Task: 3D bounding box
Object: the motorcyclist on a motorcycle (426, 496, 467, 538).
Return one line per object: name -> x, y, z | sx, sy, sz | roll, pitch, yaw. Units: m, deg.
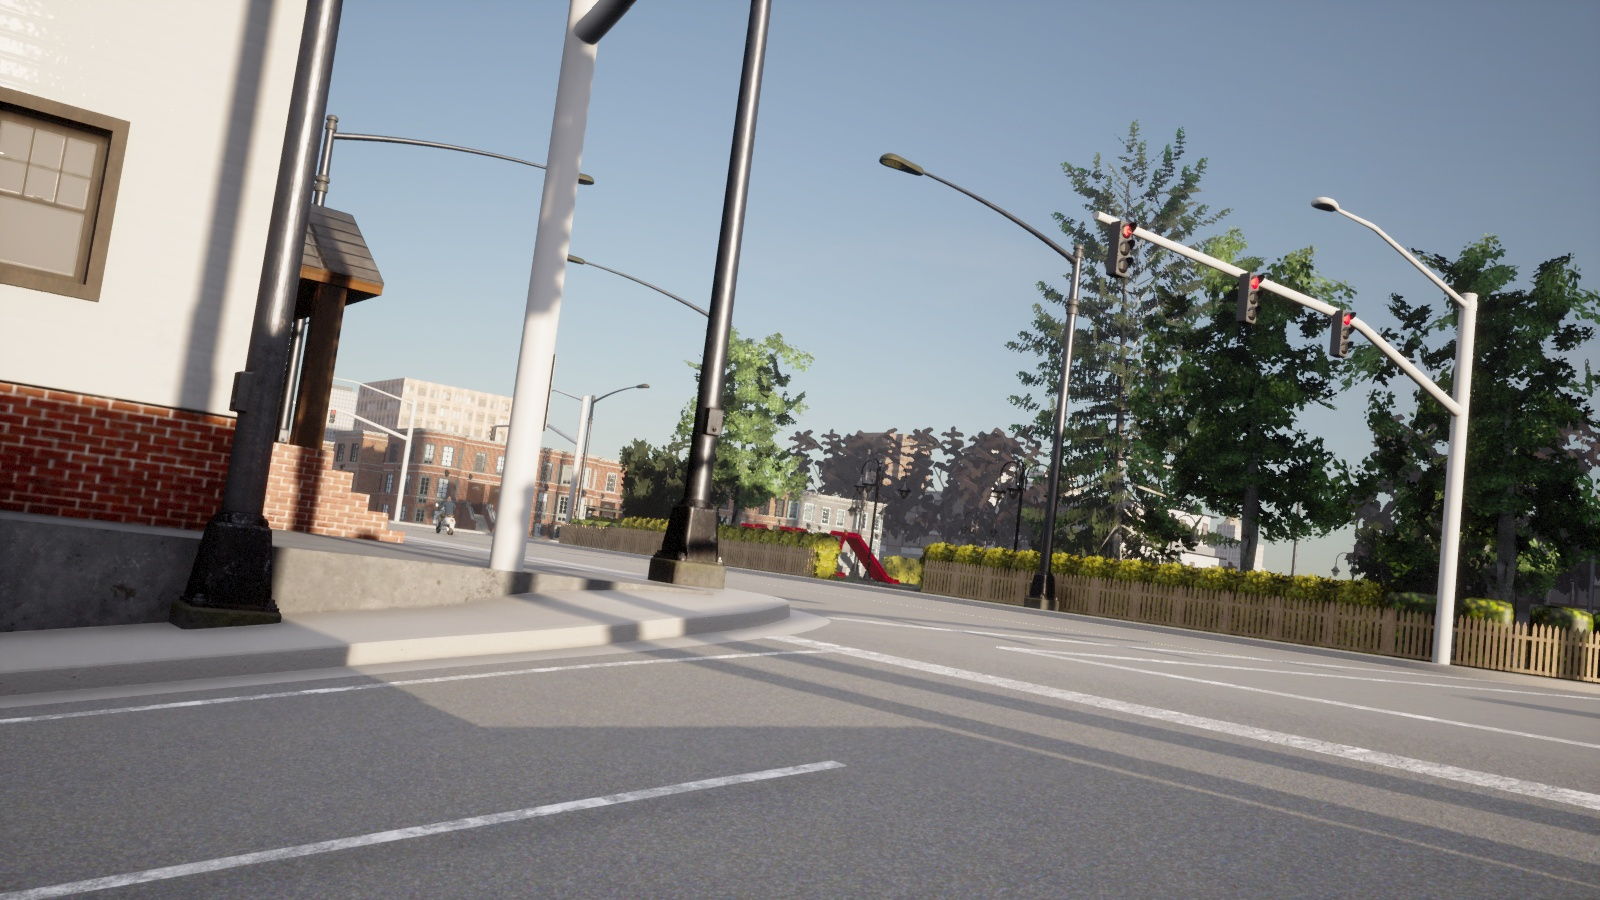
motorcyclist on a motorcycle -> -14.744, 2.788, 52.392 | 0.866, 1.590, 1.817 | 10, -6, -35
